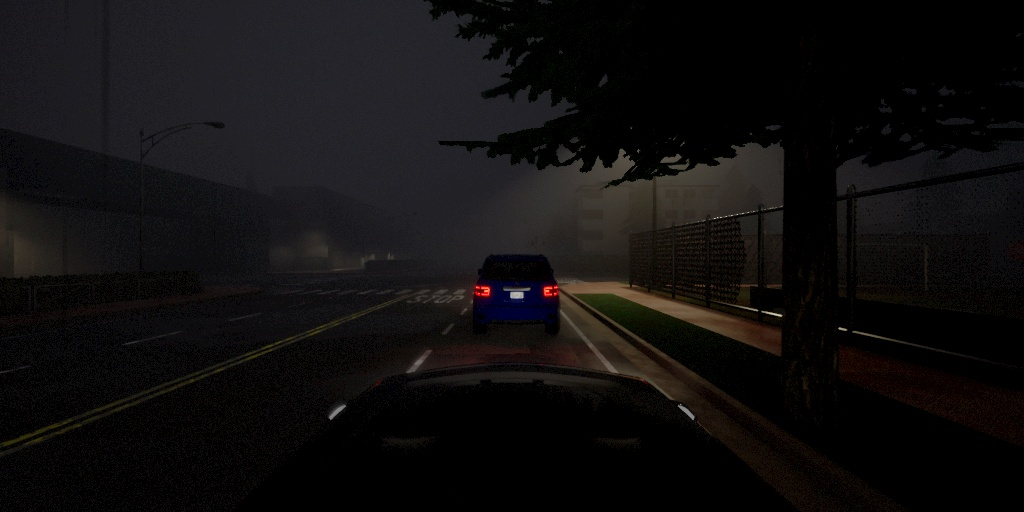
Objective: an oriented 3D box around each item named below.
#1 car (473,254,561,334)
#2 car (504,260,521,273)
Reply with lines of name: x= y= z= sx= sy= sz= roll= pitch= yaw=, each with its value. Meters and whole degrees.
car: x=0.115 y=0.970 z=10.727 sx=2.150 sy=2.045 sz=5.566 roll=0 pitch=0 yaw=0
car: x=0.025 y=1.236 z=45.602 sx=2.128 sy=1.511 sz=4.902 roll=0 pitch=0 yaw=0
